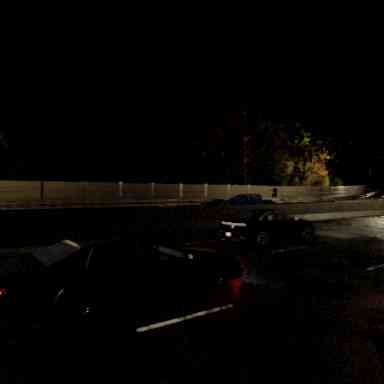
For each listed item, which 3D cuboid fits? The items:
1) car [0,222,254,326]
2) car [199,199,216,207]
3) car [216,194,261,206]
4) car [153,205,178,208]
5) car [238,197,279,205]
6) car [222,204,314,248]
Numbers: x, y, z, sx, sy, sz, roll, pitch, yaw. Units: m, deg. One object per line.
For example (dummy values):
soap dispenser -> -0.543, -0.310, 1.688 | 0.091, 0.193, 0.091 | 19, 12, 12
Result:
car -> -1.381, 1.548, 7.063 | 5.357, 1.411, 2.033 | 0, 0, -36
car -> 3.053, 1.548, 40.558 | 4.674, 1.442, 1.812 | 0, 0, -35
car -> 5.827, 1.245, 38.236 | 5.566, 2.045, 2.150 | 0, 0, -35
car -> -2.197, 1.606, 23.924 | 4.718, 1.301, 1.895 | 0, 0, -35
car -> 7.427, 1.549, 35.073 | 4.674, 1.442, 1.812 | 0, 0, -36
car -> 3.446, 1.496, 14.803 | 4.902, 1.511, 2.128 | 0, 0, -36
